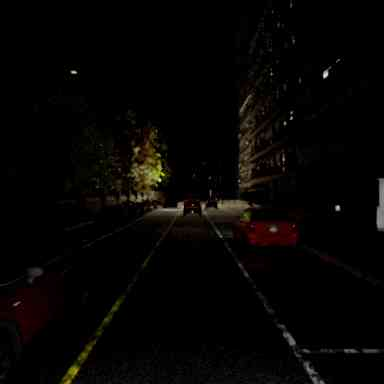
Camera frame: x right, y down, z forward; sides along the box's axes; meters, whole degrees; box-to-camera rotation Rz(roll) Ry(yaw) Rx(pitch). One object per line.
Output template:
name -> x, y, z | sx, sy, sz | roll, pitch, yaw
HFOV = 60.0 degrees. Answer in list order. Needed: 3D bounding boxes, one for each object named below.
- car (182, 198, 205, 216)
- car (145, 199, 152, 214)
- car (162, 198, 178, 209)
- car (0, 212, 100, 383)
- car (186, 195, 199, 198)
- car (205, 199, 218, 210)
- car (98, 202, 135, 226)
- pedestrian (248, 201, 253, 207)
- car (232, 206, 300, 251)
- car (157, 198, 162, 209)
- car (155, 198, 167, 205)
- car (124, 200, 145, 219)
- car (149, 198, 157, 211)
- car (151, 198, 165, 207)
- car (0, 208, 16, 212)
car -> 0.056, 1.623, 33.817 | 1.837, 1.490, 4.892 | 0, 0, 0
car -> -5.690, 1.704, 35.199 | 1.802, 1.307, 4.206 | 0, 0, 0
car -> -3.085, 1.736, 48.072 | 1.994, 1.385, 4.181 | 0, 0, 0
car -> -3.102, 1.369, 4.933 | 2.097, 1.767, 4.553 | 0, 0, 0
car -> 0.026, 1.385, 46.554 | 2.150, 2.045, 5.566 | 0, 0, 1
car -> 2.690, 1.714, 46.280 | 2.008, 1.369, 4.403 | 0, 0, 0
car -> -5.689, 1.648, 24.122 | 1.947, 1.339, 4.313 | 0, 0, 0
pedestrian -> 2.999, 1.351, 17.188 | 0.375, 1.860, 0.375 | 0, -1, -5
car -> 2.999, 1.399, 14.377 | 2.097, 1.767, 4.553 | 0, 0, 0
car -> -5.690, 1.604, 46.278 | 1.967, 1.590, 4.097 | 0, 0, 0
car -> -5.820, 1.774, 62.893 | 1.887, 1.381, 4.507 | 0, 0, 0
car -> -5.689, 1.542, 29.661 | 1.967, 1.590, 4.097 | 0, 0, 0
car -> -5.690, 1.668, 40.568 | 1.752, 1.417, 4.829 | 0, 0, 0
car -> -5.769, 1.758, 57.353 | 2.008, 1.369, 4.403 | 0, 0, 0
car -> -5.687, 1.340, 7.507 | 2.192, 1.841, 5.009 | 0, 0, 0
